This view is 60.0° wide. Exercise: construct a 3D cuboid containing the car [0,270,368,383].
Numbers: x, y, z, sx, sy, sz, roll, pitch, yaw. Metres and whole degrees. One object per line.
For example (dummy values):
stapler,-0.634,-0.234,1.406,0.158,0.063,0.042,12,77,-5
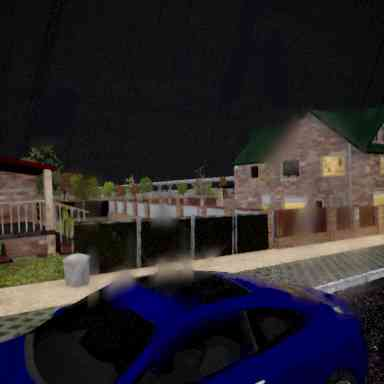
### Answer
car,-0.293,1.524,2.859,4.674,1.442,1.812,0,0,-35
